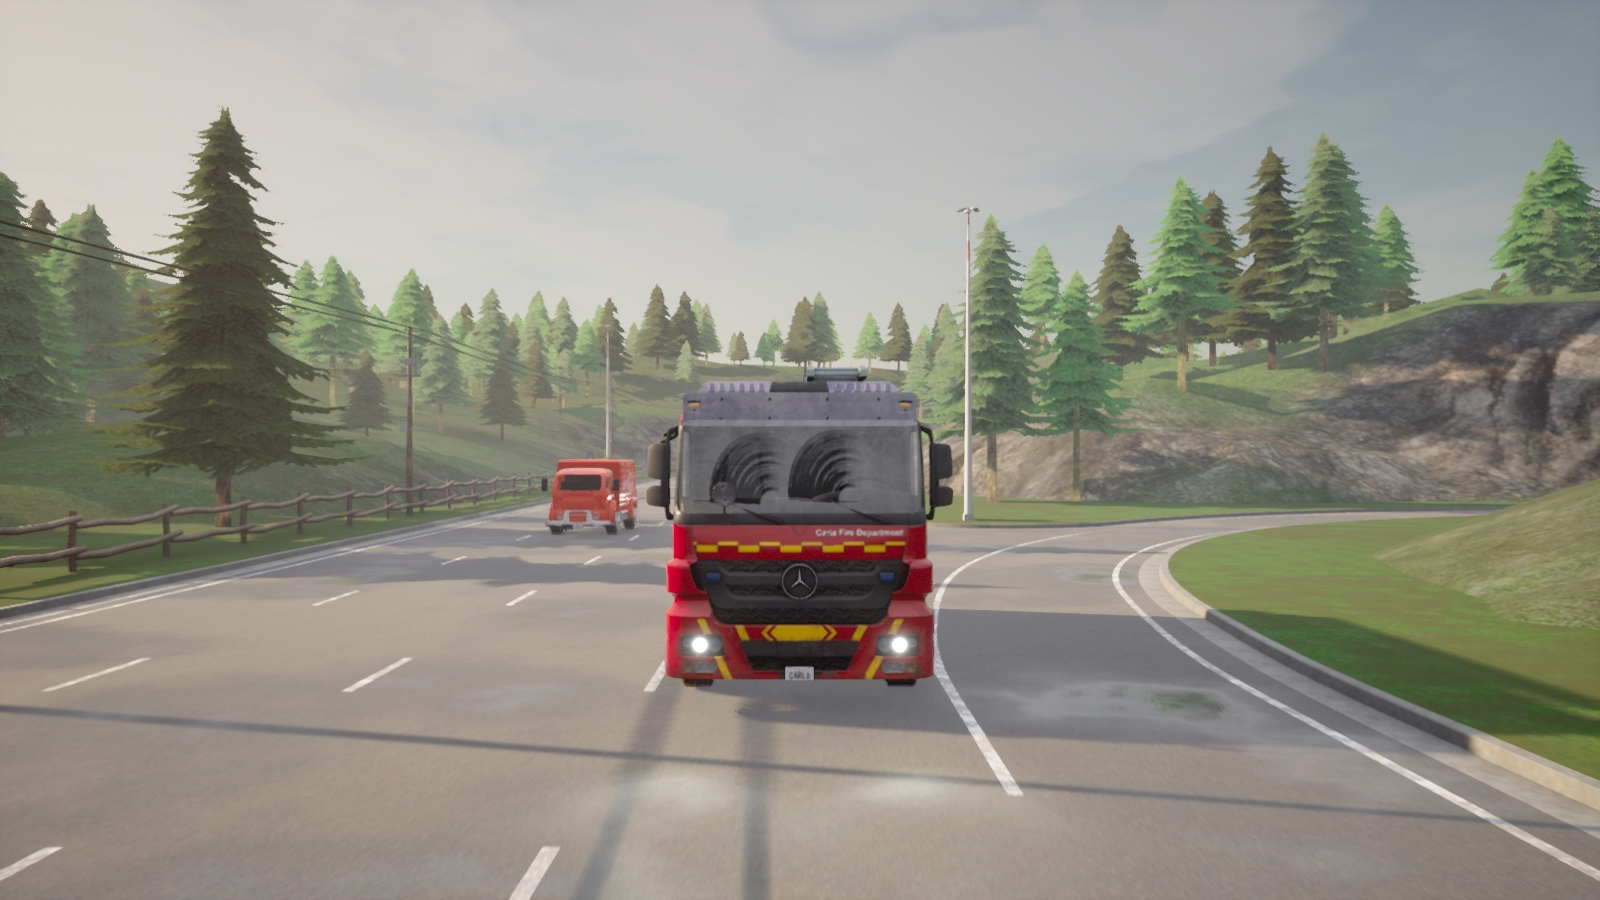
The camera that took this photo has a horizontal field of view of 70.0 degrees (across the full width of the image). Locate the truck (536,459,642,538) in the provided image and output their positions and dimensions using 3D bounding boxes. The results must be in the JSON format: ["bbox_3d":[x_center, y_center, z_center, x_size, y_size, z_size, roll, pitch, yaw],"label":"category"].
[{"bbox_3d":[-7.001,1.551,38.574,2.627,2.467,5.204,0,0,0],"label":"truck"}]

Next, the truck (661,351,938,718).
[{"bbox_3d":[-0.005,0.884,16.149,2.891,3.827,8.468,0,0,0],"label":"truck"}]
